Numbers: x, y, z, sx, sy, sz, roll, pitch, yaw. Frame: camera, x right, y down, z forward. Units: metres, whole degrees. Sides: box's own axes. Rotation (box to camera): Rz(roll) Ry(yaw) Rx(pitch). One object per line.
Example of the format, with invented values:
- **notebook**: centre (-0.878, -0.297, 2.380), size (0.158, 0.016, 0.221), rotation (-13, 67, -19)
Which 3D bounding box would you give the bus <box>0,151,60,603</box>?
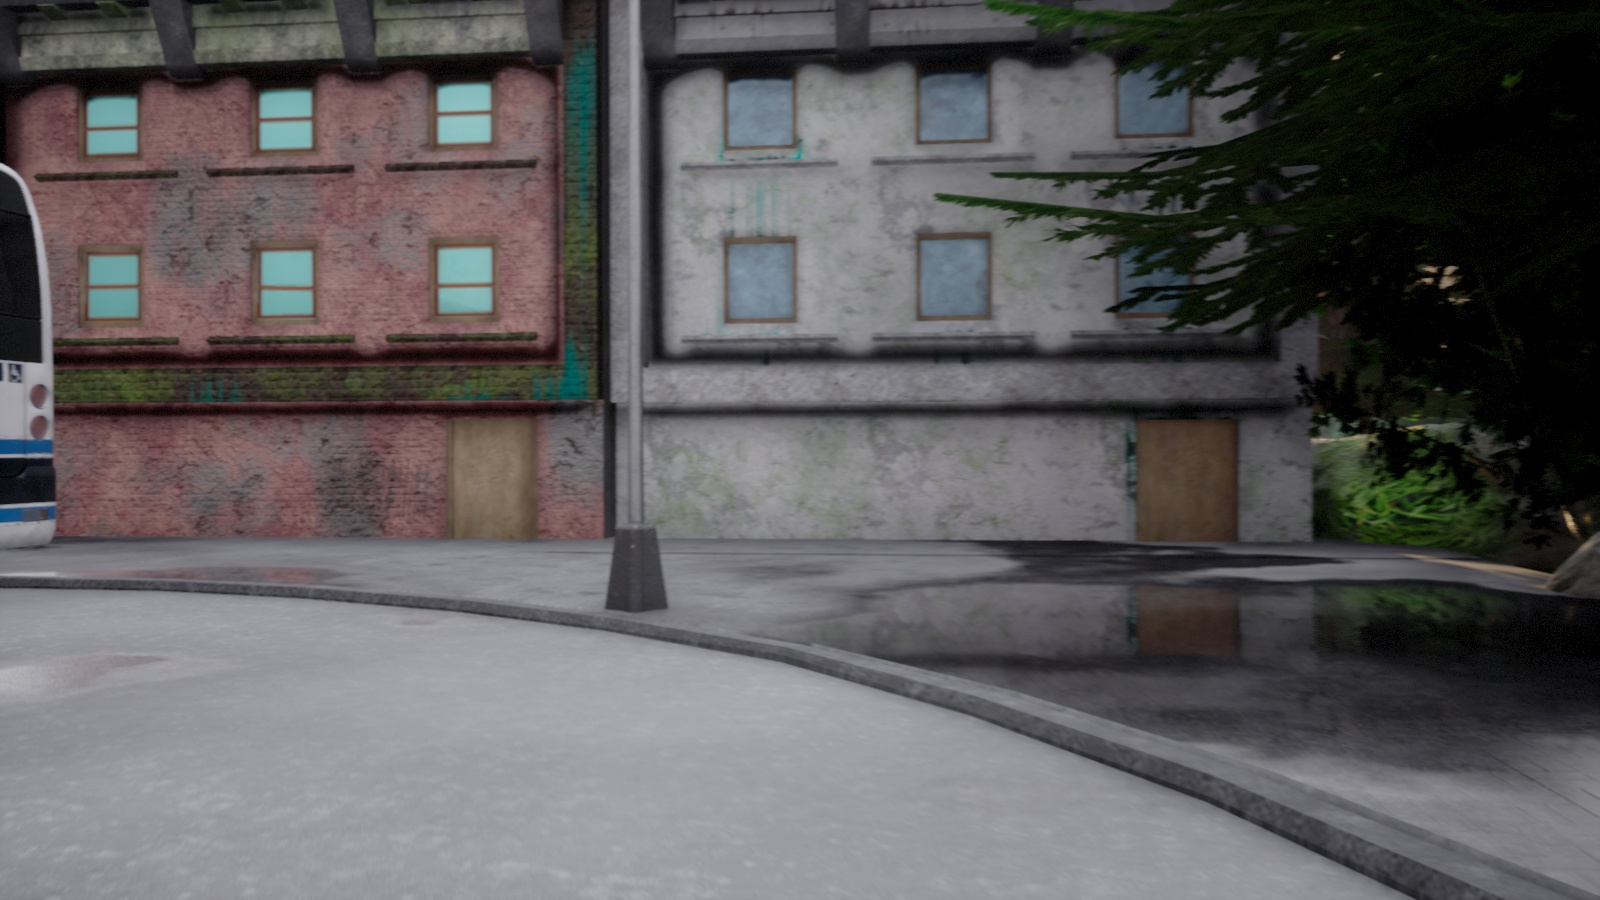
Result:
- **bus**: centre (-12.815, -0.682, 11.604), size (10.273, 4.253, 3.944), rotation (0, 0, 11)
